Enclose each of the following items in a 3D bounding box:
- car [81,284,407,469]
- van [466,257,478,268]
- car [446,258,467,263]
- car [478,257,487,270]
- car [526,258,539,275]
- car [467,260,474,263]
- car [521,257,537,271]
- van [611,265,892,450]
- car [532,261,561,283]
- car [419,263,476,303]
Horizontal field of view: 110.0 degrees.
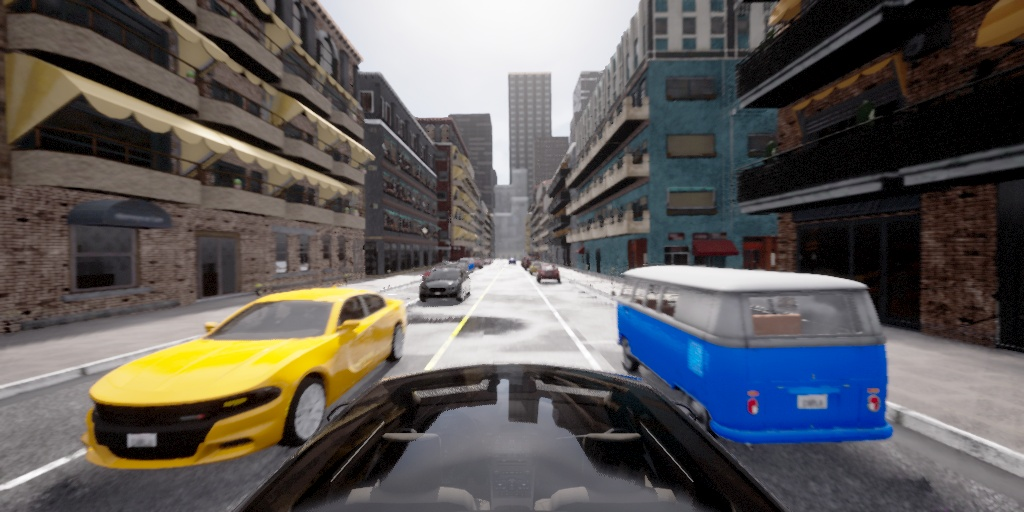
[{"bbox_3d":[-3.105,1.266,5.490,1.882,1.535,5.008,-1,0,0],"label":"car"},{"bbox_3d":[-5.605,1.161,44.294,1.690,1.789,3.998,0,0,0],"label":"van"},{"bbox_3d":[-5.619,1.260,33.090,1.967,1.591,4.097,0,0,0],"label":"car"},{"bbox_3d":[-5.614,1.136,55.498,2.192,1.841,5.009,0,0,0],"label":"car"},{"bbox_3d":[2.735,1.243,38.823,1.751,1.417,4.829,0,0,0],"label":"car"},{"bbox_3d":[-5.612,1.371,38.692,2.007,1.370,4.403,0,0,0],"label":"car"},{"bbox_3d":[2.749,1.033,49.857,2.192,1.841,5.009,0,0,0],"label":"car"},{"bbox_3d":[2.693,1.058,5.040,1.690,1.789,3.998,0,0,0],"label":"van"},{"bbox_3d":[2.721,1.299,27.449,1.802,1.307,4.207,0,0,0],"label":"car"},{"bbox_3d":[-3.079,1.293,17.271,1.837,1.490,4.892,-1,0,0],"label":"car"}]
